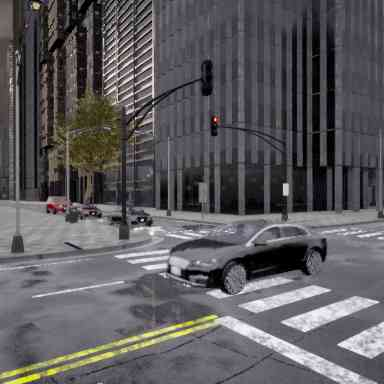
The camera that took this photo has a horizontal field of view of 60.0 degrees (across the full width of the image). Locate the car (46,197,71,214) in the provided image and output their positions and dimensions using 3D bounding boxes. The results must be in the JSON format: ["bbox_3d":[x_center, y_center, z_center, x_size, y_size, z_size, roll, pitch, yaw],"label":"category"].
[{"bbox_3d":[-16.113,1.573,40.326,2.150,2.045,5.566,0,0,-35],"label":"car"}]

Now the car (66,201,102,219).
[{"bbox_3d":[-10.211,1.817,31.995,1.994,1.385,4.181,0,0,-36],"label":"car"}]

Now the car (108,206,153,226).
[{"bbox_3d":[-4.489,1.728,23.960,1.994,1.385,4.181,0,0,-35],"label":"car"}]

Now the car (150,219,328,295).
[{"bbox_3d":[1.634,1.511,8.851,4.902,1.511,2.128,0,0,-36],"label":"car"}]
